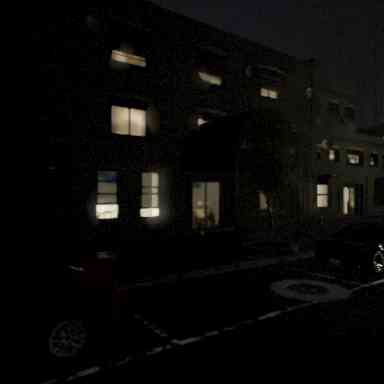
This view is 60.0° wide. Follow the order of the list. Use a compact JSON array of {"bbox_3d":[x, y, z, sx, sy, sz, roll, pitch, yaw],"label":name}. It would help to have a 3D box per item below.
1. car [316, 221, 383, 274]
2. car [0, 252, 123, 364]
[{"bbox_3d":[5.836,1.625,10.727,4.313,1.339,1.947,0,-1,-35],"label":"car"},{"bbox_3d":[-3.158,1.544,4.312,4.507,1.381,1.887,0,0,-36],"label":"car"}]
